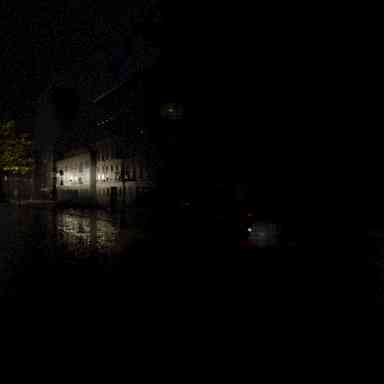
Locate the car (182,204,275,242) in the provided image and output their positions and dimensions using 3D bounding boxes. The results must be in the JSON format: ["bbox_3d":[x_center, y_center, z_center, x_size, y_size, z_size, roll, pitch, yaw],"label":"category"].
[{"bbox_3d":[1.613,1.554,16.944,2.033,1.411,5.357,0,0,-36],"label":"car"}]

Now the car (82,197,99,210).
[{"bbox_3d":[-13.801,1.427,43.505,2.097,1.767,4.553,0,0,-36],"label":"car"}]

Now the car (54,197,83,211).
[{"bbox_3d":[-15.553,1.602,40.990,2.033,1.411,5.357,0,0,-35],"label":"car"}]
